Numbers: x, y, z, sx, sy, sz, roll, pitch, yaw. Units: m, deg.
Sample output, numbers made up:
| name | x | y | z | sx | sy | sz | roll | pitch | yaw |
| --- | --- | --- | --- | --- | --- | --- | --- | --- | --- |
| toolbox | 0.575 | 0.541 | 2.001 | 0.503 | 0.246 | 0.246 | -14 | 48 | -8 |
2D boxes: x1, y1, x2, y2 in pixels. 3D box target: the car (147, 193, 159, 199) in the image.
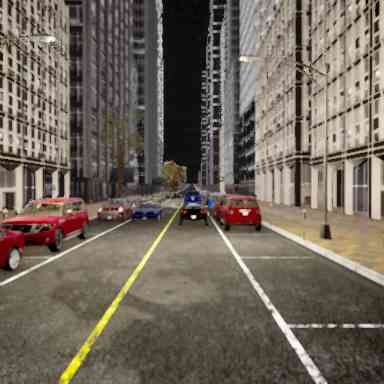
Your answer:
| name | x | y | z | sx | sy | sz | roll | pitch | yaw |
| --- | --- | --- | --- | --- | --- | --- | --- | --- | --- |
| car | -5.693 | 1.179 | 42.002 | 2.008 | 1.369 | 4.403 | 0 | 1 | 0 |

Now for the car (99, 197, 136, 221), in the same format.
| name | x | y | z | sx | sy | sz | roll | pitch | yaw |
| --- | --- | --- | --- | --- | --- | --- | --- | --- | --- |
| car | -5.693 | 1.225 | 24.906 | 1.967 | 1.590 | 4.097 | 0 | 1 | 0 |

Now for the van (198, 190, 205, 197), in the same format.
| name | x | y | z | sx | sy | sz | roll | pitch | yaw |
| --- | --- | --- | --- | --- | --- | --- | --- | --- | --- |
| van | 2.688 | 0.441 | 93.281 | 1.690 | 1.788 | 3.998 | 0 | 1 | 0 |

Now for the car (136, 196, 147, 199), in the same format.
| name | x | y | z | sx | sy | sz | roll | pitch | yaw |
| --- | --- | --- | --- | --- | --- | --- | --- | --- | --- |
| car | -5.693 | 1.173 | 30.605 | 1.967 | 1.590 | 4.097 | 0 | 1 | 0 |

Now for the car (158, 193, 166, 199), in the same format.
| name | x | y | z | sx | sy | sz | roll | pitch | yaw |
| --- | --- | --- | --- | --- | --- | --- | --- | --- | --- |
| car | -5.693 | 1.046 | 53.228 | 1.752 | 1.417 | 4.829 | 0 | 1 | 0 |

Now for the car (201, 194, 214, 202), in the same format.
| name | x | y | z | sx | sy | sz | roll | pitch | yaw |
| --- | --- | --- | --- | --- | --- | --- | --- | --- | --- |
| car | 2.688 | 1.013 | 59.097 | 2.008 | 1.369 | 4.403 | 0 | 1 | 0 |

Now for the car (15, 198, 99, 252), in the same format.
| name | x | y | z | sx | sy | sz | roll | pitch | yaw |
| --- | --- | --- | --- | --- | --- | --- | --- | --- | --- |
| car | -5.694 | 1.200 | 13.510 | 2.192 | 1.841 | 5.009 | 0 | 0 | 0 |

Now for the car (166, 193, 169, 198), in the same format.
| name | x | y | z | sx | sy | sz | roll | pitch | yaw |
| --- | --- | --- | --- | --- | --- | --- | --- | --- | --- |
| car | -5.693 | 0.902 | 59.097 | 1.967 | 1.590 | 4.097 | 0 | 1 | 0 |

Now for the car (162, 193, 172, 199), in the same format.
| name | x | y | z | sx | sy | sz | roll | pitch | yaw |
| --- | --- | --- | --- | --- | --- | --- | --- | --- | --- |
| car | -5.692 | 0.851 | 76.191 | 1.947 | 1.339 | 4.313 | 0 | 1 | 0 |

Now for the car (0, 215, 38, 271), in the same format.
| name | x | y | z | sx | sy | sz | roll | pitch | yaw |
| --- | --- | --- | --- | --- | --- | --- | --- | --- | --- |
| car | -5.693 | 1.479 | 7.813 | 1.887 | 1.381 | 4.507 | 0 | 0 | 0 |

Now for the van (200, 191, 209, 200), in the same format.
| name | x | y | z | sx | sy | sz | roll | pitch | yaw |
| --- | --- | --- | --- | --- | --- | --- | --- | --- | --- |
| van | 2.688 | 0.686 | 70.490 | 1.690 | 1.788 | 3.998 | 0 | 1 | 0 |

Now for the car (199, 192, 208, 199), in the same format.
| name | x | y | z | sx | sy | sz | roll | pitch | yaw |
| --- | --- | --- | --- | --- | --- | --- | --- | --- | --- |
| car | 2.688 | 0.829 | 76.190 | 1.887 | 1.381 | 4.507 | 0 | 1 | 0 |

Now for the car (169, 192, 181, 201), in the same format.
| name | x | y | z | sx | sy | sz | roll | pitch | yaw |
| --- | --- | --- | --- | --- | --- | --- | --- | --- | --- |
| car | -3.018 | 0.897 | 65.328 | 1.837 | 1.490 | 4.892 | 0 | 1 | 1 |

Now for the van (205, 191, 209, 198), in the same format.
| name | x | y | z | sx | sy | sz | roll | pitch | yaw |
| --- | --- | --- | --- | --- | --- | --- | --- | --- | --- |
| van | 2.687 | 1.021 | 36.299 | 1.690 | 1.788 | 3.998 | 0 | 1 | 0 |

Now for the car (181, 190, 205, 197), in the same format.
| name | x | y | z | sx | sy | sz | roll | pitch | yaw |
| --- | --- | --- | --- | --- | --- | --- | --- | --- | --- |
| car | 0.100 | 0.859 | 41.118 | 2.150 | 2.045 | 5.566 | 0 | 1 | 0 |

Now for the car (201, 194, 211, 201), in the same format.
| name | x | y | z | sx | sy | sz | roll | pitch | yaw |
| --- | --- | --- | --- | --- | --- | --- | --- | --- | --- |
| car | 2.688 | 0.986 | 64.794 | 1.802 | 1.307 | 4.206 | 0 | 1 | 0 |

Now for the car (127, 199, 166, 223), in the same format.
| name | x | y | z | sx | sy | sz | roll | pitch | yaw |
| --- | --- | --- | --- | --- | --- | --- | --- | --- | --- |
| car | -3.100 | 1.394 | 23.897 | 1.895 | 1.301 | 4.718 | 0 | 1 | 0 |

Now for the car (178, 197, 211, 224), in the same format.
| name | x | y | z | sx | sy | sz | roll | pitch | yaw |
| --- | --- | --- | --- | --- | --- | --- | --- | --- | --- |
| car | 0.100 | 1.332 | 22.463 | 1.812 | 1.442 | 4.674 | 0 | 1 | 0 |

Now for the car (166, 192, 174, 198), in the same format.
| name | x | y | z | sx | sy | sz | roll | pitch | yaw |
| --- | --- | --- | --- | --- | --- | --- | --- | --- | --- |
| car | -5.692 | 0.744 | 87.587 | 1.802 | 1.307 | 4.206 | 0 | 1 | 0 |

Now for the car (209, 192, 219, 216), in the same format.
| name | x | y | z | sx | sy | sz | roll | pitch | yaw |
| --- | --- | --- | --- | --- | --- | --- | --- | --- | --- |
| car | 2.687 | 1.099 | 24.903 | 2.192 | 1.841 | 5.009 | 0 | 1 | 0 |

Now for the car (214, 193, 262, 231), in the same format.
| name | x | y | z | sx | sy | sz | roll | pitch | yaw |
| --- | --- | --- | --- | --- | --- | --- | --- | --- | --- |
| car | 2.687 | 1.150 | 19.205 | 2.192 | 1.841 | 5.009 | 0 | 1 | 0 |
